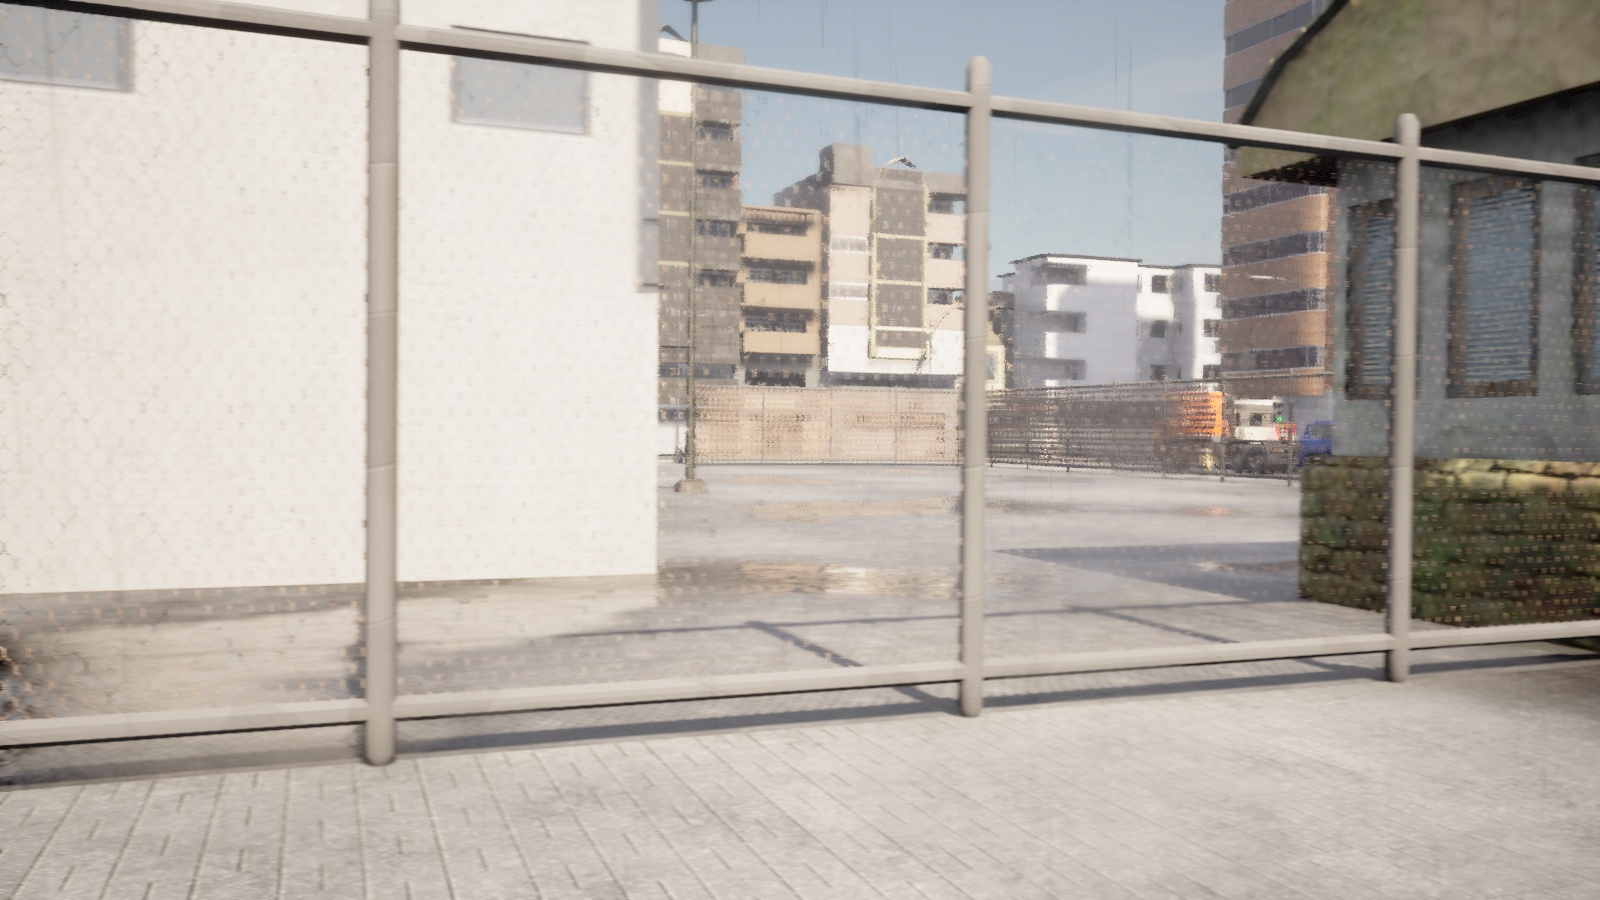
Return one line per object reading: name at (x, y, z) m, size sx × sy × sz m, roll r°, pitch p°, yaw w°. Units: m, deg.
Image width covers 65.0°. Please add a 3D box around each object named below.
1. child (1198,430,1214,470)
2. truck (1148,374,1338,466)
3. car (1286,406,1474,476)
child at (13.022, -0.003, 40.281) m, size 0.270 × 1.263 × 0.437 m, roll -1°, pitch 1°, yaw -13°
truck at (17.933, -1.209, 51.544) m, size 2.891 × 3.462 × 7.936 m, roll -1°, pitch 1°, yaw -21°
car at (18.188, -0.320, 39.763) m, size 2.150 × 2.045 × 5.566 m, roll -1°, pitch 1°, yaw -19°
